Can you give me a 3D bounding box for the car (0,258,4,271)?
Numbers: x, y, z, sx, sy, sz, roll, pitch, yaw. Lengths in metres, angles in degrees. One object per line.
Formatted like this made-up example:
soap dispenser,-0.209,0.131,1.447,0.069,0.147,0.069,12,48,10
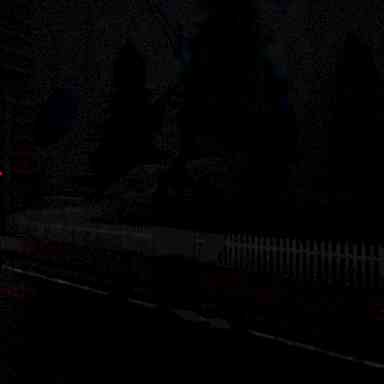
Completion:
car,-7.240,1.560,9.132,5.357,1.411,2.033,0,0,36
